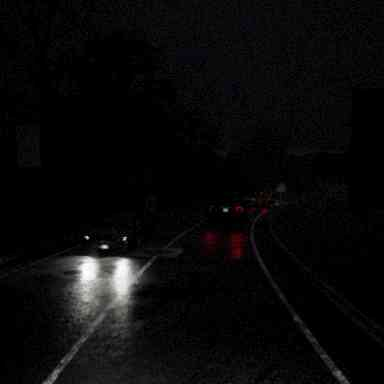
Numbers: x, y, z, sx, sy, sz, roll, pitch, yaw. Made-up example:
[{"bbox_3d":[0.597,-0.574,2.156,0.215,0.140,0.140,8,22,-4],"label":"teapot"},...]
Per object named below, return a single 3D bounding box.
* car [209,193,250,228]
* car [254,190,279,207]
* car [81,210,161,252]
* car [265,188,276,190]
[{"bbox_3d":[2.527,1.100,21.924,2.150,2.045,5.566,1,1,12],"label":"car"},{"bbox_3d":[9.001,0.909,40.848,1.801,1.575,5.366,3,3,25],"label":"car"},{"bbox_3d":[-2.665,1.471,14.037,2.033,1.411,5.357,1,1,7],"label":"car"},{"bbox_3d":[12.740,0.207,54.890,2.097,1.767,4.553,4,4,33],"label":"car"}]
